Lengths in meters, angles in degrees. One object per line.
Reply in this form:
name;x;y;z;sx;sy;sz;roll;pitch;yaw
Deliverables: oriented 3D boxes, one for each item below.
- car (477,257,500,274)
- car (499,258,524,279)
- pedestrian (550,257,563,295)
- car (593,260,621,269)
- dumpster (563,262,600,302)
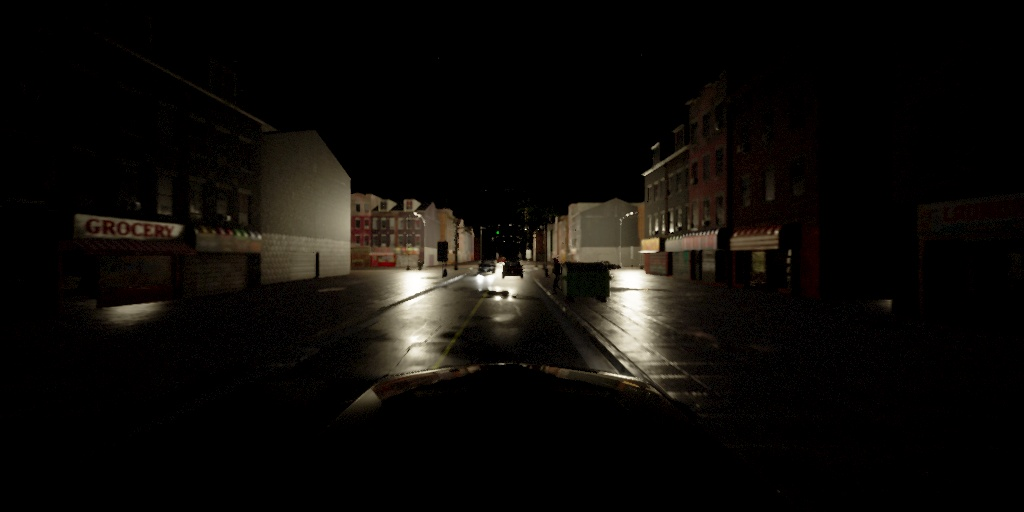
car;-2.744;1.220;40.015;2.128;1.511;4.902;0;0;0
car;0.070;1.203;32.495;1.882;1.535;5.008;0;0;1
pedestrian;2.056;0.877;16.614;0.375;1.860;0.375;0;0;-10
car;12.363;1.235;48.185;4.313;1.339;1.948;0;0;0
dumpster;3.013;1.132;15.774;1.020;1.700;1.940;0;0;0
